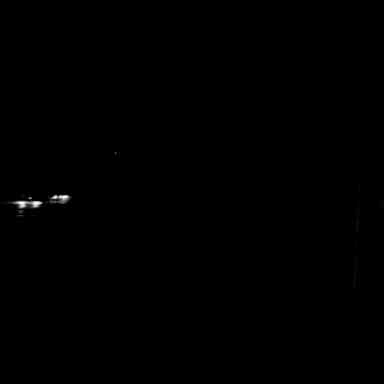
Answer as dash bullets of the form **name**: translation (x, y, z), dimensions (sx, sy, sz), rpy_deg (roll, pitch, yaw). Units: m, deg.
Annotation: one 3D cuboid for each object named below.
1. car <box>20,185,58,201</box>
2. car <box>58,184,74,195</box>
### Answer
- **car**: translation (-14.890, 0.068, 32.160), dimensions (2.033, 1.411, 5.357), rpy_deg (1, 2, -11)
- **car**: translation (-17.294, -0.356, 44.807), dimensions (1.895, 1.301, 4.718), rpy_deg (2, 2, -10)
